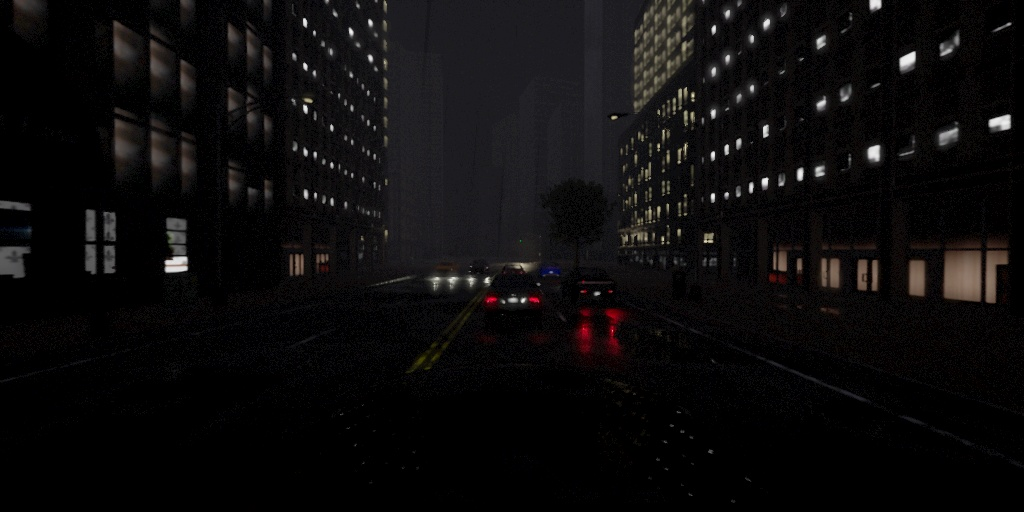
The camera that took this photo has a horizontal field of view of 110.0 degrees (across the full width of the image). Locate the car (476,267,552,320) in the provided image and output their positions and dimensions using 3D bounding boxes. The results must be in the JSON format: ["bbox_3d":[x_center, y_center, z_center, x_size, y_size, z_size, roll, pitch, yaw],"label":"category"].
[{"bbox_3d":[0.055,1.302,12.660,2.033,1.411,5.357,0,0,1],"label":"car"}]

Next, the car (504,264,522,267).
[{"bbox_3d":[0.087,1.357,29.925,1.895,1.301,4.718,0,0,0],"label":"car"}]

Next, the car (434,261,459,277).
[{"bbox_3d":[-6.572,1.231,36.562,1.882,1.535,5.008,0,0,0],"label":"car"}]

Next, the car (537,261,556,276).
[{"bbox_3d":[3.355,1.234,32.902,1.882,1.535,5.008,0,0,0],"label":"car"}]

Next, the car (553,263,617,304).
[{"bbox_3d":[3.333,1.248,16.332,2.128,1.511,4.902,0,0,0],"label":"car"}]

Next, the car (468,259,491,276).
[{"bbox_3d":[-3.321,1.104,37.404,2.097,1.767,4.553,0,0,0],"label":"car"}]
